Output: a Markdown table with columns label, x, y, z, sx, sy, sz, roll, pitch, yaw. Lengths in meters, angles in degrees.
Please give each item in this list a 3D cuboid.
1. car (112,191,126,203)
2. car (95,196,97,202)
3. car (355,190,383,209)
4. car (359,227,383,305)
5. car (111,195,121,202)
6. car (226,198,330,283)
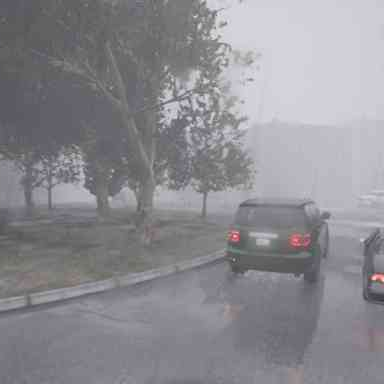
| label | x | y | z | sx | sy | sz | roll | pitch | yaw |
| --- | --- | --- | --- | --- | --- | --- | --- | --- | --- |
| car | -13.165 | 0.880 | 59.996 | 2.150 | 2.045 | 5.566 | 0 | -1 | -16 |
| car | -19.042 | 1.350 | 69.123 | 1.882 | 1.535 | 5.008 | 0 | -1 | -13 |
| car | 21.828 | 0.822 | 38.829 | 5.566 | 2.045 | 2.150 | -1 | 1 | -19 |
| car | 4.999 | 1.535 | 7.729 | 2.033 | 1.411 | 5.357 | 0 | 1 | 28 |
| car | -16.221 | 1.441 | 71.360 | 2.033 | 1.411 | 5.357 | 0 | -1 | -13 |
| car | 2.786 | 1.187 | 9.971 | 2.150 | 2.045 | 5.566 | 0 | 1 | 26 |
